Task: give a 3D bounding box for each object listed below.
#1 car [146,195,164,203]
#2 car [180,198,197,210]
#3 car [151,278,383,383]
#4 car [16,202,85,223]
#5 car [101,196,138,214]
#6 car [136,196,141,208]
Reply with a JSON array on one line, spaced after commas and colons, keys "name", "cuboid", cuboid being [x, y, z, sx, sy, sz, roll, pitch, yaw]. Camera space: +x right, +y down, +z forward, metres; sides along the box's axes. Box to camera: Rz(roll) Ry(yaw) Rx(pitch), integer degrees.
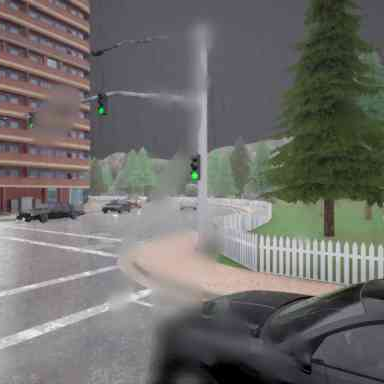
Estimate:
[{"name": "car", "cuboid": [-7.745, 1.448, 69.350, 1.837, 1.490, 4.892, 0, 0, -42]}, {"name": "car", "cuboid": [-0.495, 1.470, 42.682, 1.812, 1.442, 4.674, 0, 0, -3]}, {"name": "car", "cuboid": [1.873, 1.478, 2.653, 5.008, 1.535, 1.882, 0, 0, 36]}, {"name": "car", "cuboid": [-10.641, 1.492, 25.586, 2.033, 1.411, 5.357, 0, 0, 24]}, {"name": "car", "cuboid": [-7.821, 1.492, 35.405, 2.033, 1.411, 5.357, 0, 0, 7]}, {"name": "car", "cuboid": [-8.119, 1.296, 45.702, 2.097, 1.767, 4.553, 0, 0, -11]}]
